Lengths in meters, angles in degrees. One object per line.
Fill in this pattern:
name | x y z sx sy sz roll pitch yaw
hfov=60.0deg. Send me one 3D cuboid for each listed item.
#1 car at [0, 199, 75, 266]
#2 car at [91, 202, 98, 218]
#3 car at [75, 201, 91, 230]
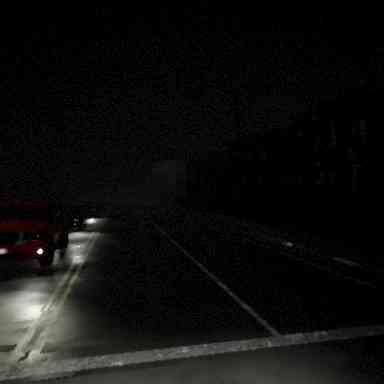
car | -5.809 1.293 11.877 2.150 2.045 5.566 -1 0 -12
car | -10.136 1.648 31.807 1.812 1.442 4.674 -1 0 -12
car | -7.956 1.601 21.750 1.837 1.490 4.892 -1 0 -12
